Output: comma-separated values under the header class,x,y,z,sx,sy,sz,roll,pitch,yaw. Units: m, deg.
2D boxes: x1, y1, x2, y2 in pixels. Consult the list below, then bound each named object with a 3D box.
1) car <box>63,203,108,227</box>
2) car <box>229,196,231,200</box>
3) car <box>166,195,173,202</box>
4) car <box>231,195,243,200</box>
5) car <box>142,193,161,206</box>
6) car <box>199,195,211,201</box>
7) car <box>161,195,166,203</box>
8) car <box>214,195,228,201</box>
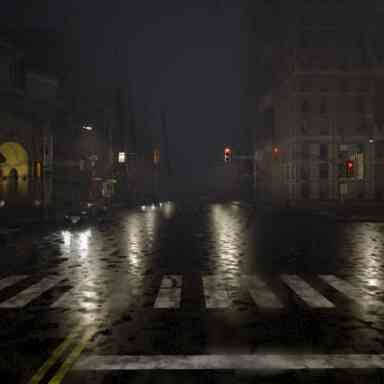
class,x,y,z,sx,sy,sz,roll,pitch,yaw
car,-7.091,1.491,22.564,2.128,1.511,4.902,0,0,0
car,8.250,1.466,94.369,1.882,1.535,5.008,0,0,38
car,-5.883,1.478,79.120,1.882,1.535,5.008,0,0,10
car,12.471,1.500,94.149,1.837,1.490,4.892,0,0,41
car,-7.066,1.221,56.527,2.150,2.045,5.566,0,0,0
car,3.301,1.524,85.379,1.812,1.442,4.674,0,0,22
car,-6.977,1.506,68.432,1.837,1.490,4.892,0,0,0
car,7.102,1.525,85.356,2.128,1.511,4.902,0,0,25
